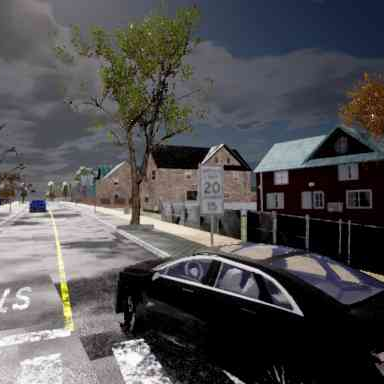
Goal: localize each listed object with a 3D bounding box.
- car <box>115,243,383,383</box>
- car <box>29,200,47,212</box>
[{"bbox_3d":[0.649,1.500,4.744,2.128,1.511,4.902,0,0,-41],"label":"car"},{"bbox_3d":[-19.290,1.686,41.688,1.882,1.535,5.008,0,0,-24],"label":"car"}]
